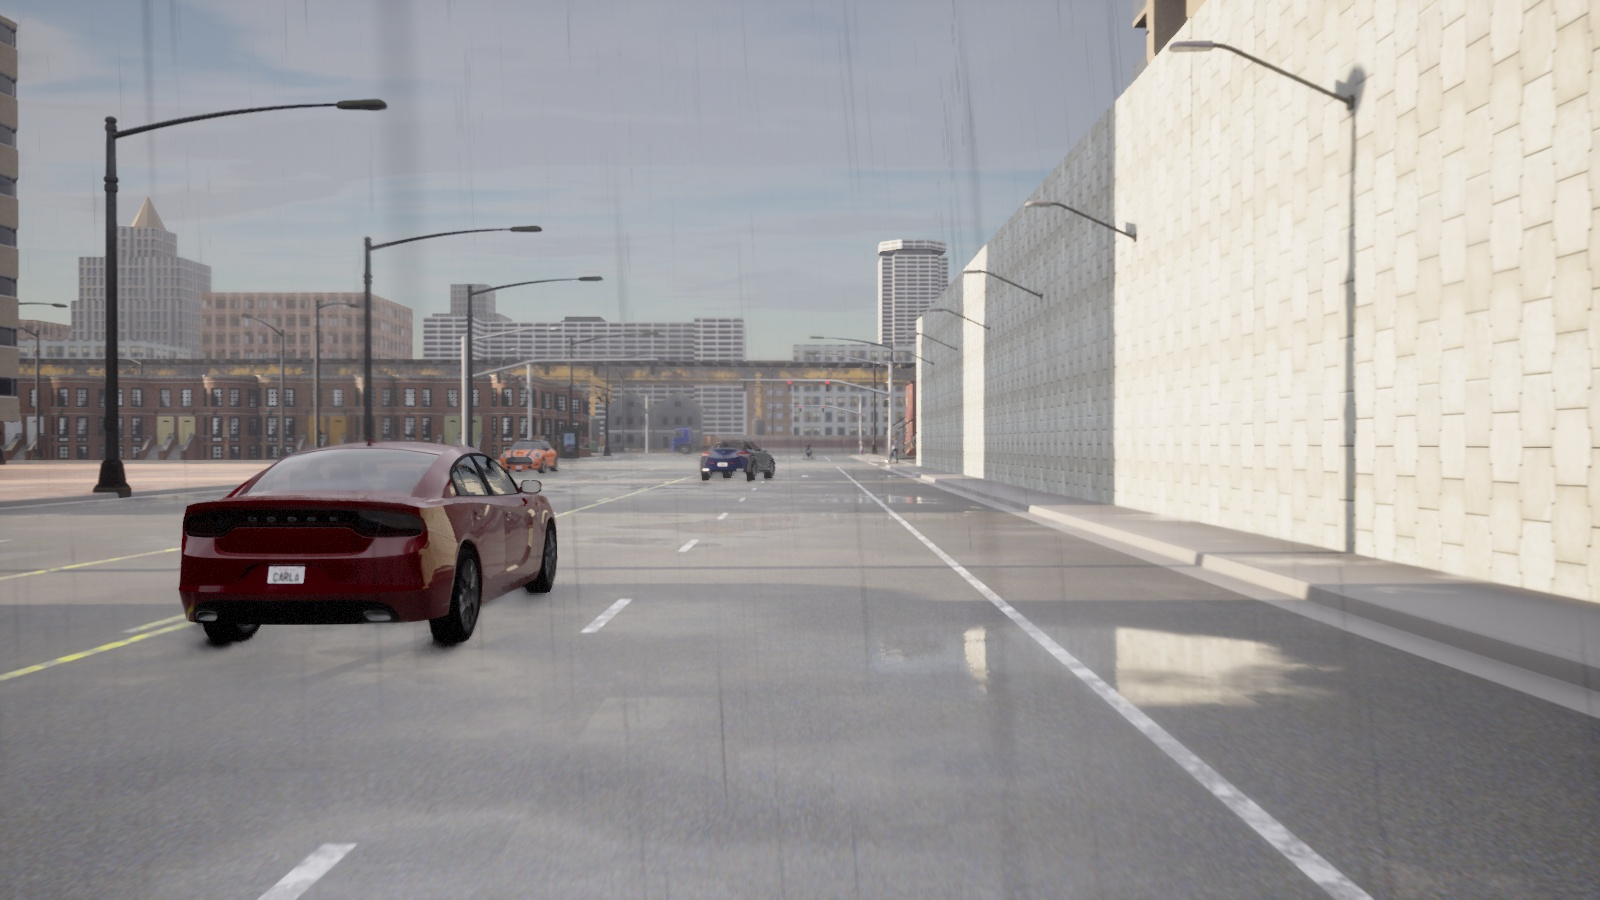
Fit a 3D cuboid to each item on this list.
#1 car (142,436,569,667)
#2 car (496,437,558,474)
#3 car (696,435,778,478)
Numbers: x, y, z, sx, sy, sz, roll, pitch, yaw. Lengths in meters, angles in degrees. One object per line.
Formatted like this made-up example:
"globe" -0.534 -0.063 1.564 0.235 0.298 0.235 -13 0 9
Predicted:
"car" -3.410 0.660 10.841 1.882 1.535 5.008 0 0 0
"car" -13.577 0.240 62.738 2.097 1.767 4.553 0 0 0
"car" -2.493 0.236 50.918 2.152 1.651 5.027 0 0 11
